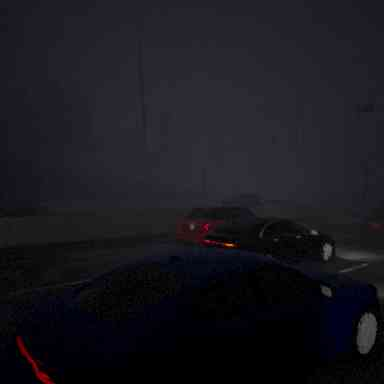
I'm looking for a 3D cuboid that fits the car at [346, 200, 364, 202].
[{"bbox_3d":[26.138,1.087,52.866,2.150,2.045,5.566,0,2,38],"label":"car"}]

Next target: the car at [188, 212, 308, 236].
[{"bbox_3d":[2.468,1.492,10.138,4.892,1.490,1.837,0,0,-38],"label":"car"}]

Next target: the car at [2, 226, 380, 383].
[{"bbox_3d":[0.479,1.475,4.219,5.008,1.535,1.882,0,0,-36],"label":"car"}]

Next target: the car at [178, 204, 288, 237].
[{"bbox_3d":[1.672,1.340,13.977,4.553,1.767,2.097,0,0,-38],"label":"car"}]

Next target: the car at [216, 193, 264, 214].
[{"bbox_3d":[5.248,1.188,35.789,5.566,2.045,2.150,0,0,-44],"label":"car"}]

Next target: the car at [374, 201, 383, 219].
[{"bbox_3d":[16.363,1.419,26.824,4.902,1.511,2.128,0,0,-44],"label":"car"}]

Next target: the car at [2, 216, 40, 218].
[{"bbox_3d":[-14.699,1.534,28.047,4.902,1.511,2.128,0,0,-37],"label":"car"}]
